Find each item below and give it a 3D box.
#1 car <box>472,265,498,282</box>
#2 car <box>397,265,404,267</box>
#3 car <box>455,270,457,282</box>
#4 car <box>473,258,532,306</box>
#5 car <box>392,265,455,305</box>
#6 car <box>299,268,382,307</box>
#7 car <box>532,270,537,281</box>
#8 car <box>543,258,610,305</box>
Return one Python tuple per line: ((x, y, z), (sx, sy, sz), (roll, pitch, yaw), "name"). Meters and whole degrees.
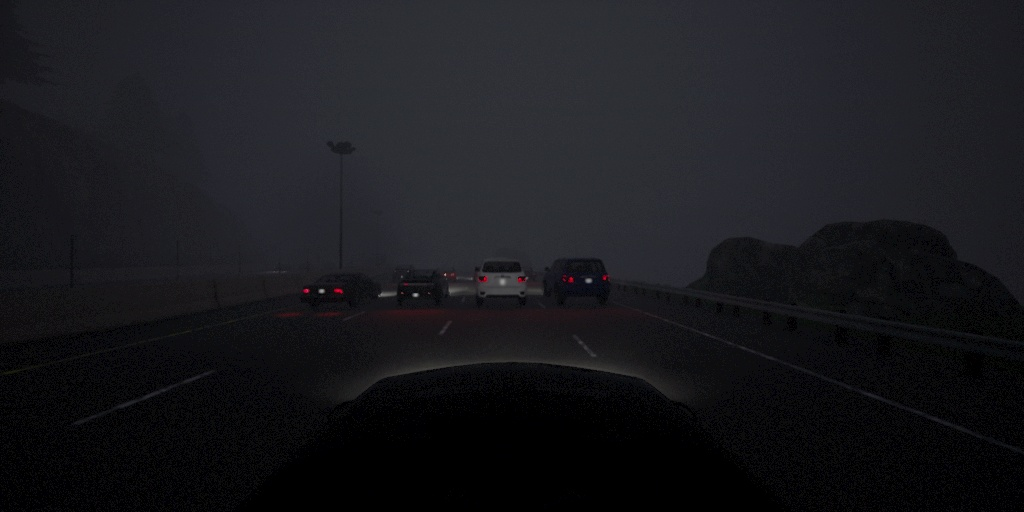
((-2.546, 1.610, 33.129), (1.994, 1.385, 4.181), (0, 0, -9), "car")
((-9.454, 1.530, 31.997), (2.128, 1.511, 4.902), (0, 0, -9), "car")
((-5.970, 1.641, 32.380), (1.895, 1.301, 4.718), (0, -1, -9), "car")
((-0.580, 1.110, 16.940), (2.150, 2.045, 5.566), (0, 0, -4), "car")
((-4.092, 1.387, 16.950), (2.128, 1.511, 4.902), (0, 0, -4), "car")
((-7.558, 1.438, 16.382), (2.033, 1.411, 5.357), (0, -1, -4), "car")
((0.939, 1.649, 33.503), (1.895, 1.301, 4.718), (0, -1, -9), "car")
((2.909, 1.111, 17.214), (2.150, 2.045, 5.566), (0, 0, -4), "car")
